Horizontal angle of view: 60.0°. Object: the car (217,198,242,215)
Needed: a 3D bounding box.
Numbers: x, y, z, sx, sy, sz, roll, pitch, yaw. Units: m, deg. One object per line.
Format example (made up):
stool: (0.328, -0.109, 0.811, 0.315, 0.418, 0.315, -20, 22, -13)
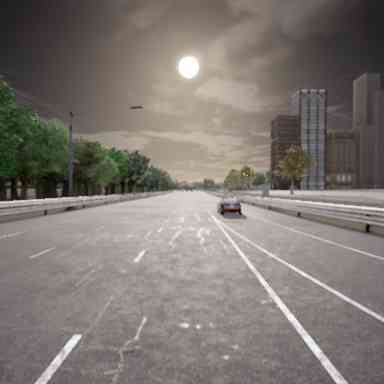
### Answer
car: (3.534, 1.322, 31.827, 2.163, 1.488, 4.792, 0, 0, -1)
